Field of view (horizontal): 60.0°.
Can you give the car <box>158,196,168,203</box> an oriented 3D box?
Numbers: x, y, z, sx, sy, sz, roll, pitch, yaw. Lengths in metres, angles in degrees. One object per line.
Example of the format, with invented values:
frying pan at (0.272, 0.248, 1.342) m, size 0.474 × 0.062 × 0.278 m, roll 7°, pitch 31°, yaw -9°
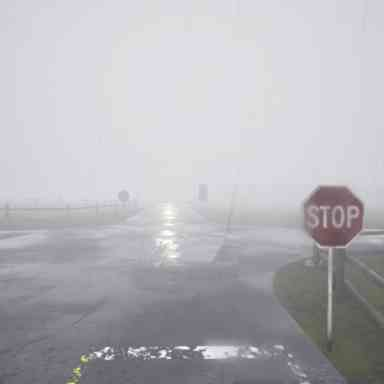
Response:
car at (-5.847, 1.524, 66.707) m, size 1.812 × 1.442 × 4.674 m, roll 0°, pitch 0°, yaw -5°
